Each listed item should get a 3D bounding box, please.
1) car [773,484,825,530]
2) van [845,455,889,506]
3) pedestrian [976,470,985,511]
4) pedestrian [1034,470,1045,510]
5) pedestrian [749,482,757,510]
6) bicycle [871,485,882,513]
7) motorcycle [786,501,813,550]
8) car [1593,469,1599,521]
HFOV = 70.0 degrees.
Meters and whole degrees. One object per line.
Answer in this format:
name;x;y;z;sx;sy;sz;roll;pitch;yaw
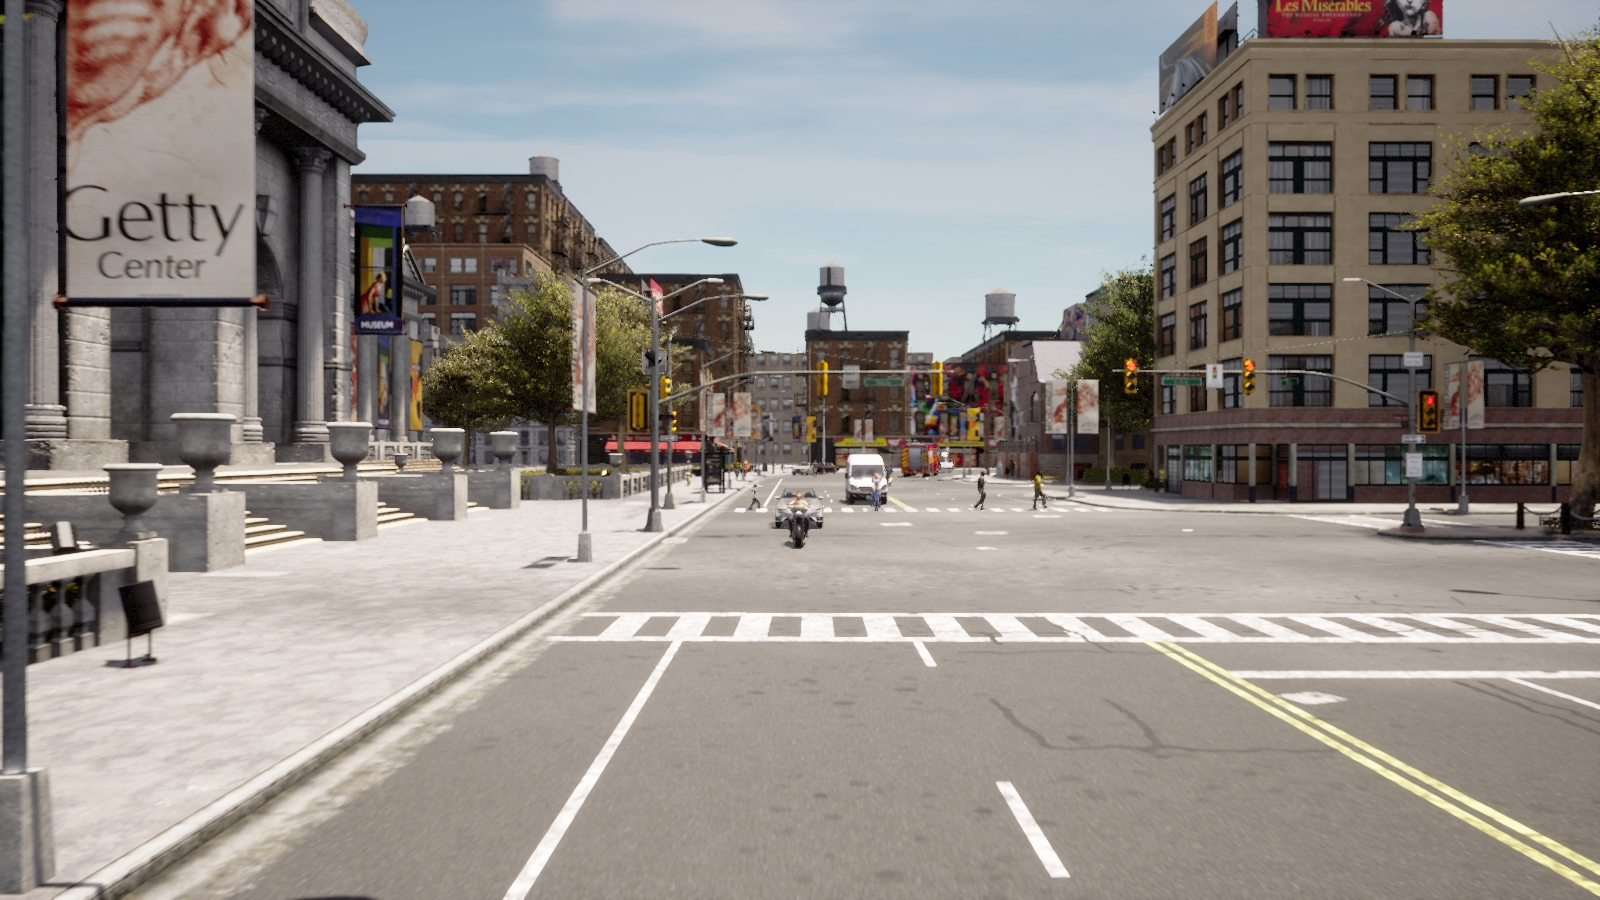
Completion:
car;-0.032;2.065;42.207;1.816;1.474;4.193;0;0;0
van;3.482;1.535;60.457;1.988;2.561;5.915;0;0;0
pedestrian;8.297;1.849;52.538;0.375;1.860;0.375;0;0;-3
pedestrian;11.087;1.849;52.886;0.375;1.860;0.375;0;0;-12
pedestrian;-2.178;2.129;53.052;0.375;1.300;0.375;0;0;-7
bicycle;3.489;2.206;52.094;0.373;1.196;1.643;0;1;-1
motorcycle;-0.025;2.170;33.295;0.764;1.277;2.356;0;0;0
car;34.541;1.780;44.694;5.566;2.045;2.150;0;0;0
